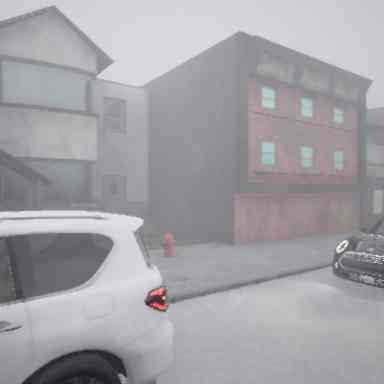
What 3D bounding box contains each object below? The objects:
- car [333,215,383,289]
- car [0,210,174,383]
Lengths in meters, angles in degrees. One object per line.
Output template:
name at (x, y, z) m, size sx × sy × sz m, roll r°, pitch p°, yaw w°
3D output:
car at (5.694, 1.342, 8.646) m, size 4.553 × 1.767 × 2.097 m, roll 0°, pitch 0°, yaw -35°
car at (-2.798, 1.220, 2.615) m, size 5.566 × 2.045 × 2.150 m, roll 0°, pitch 0°, yaw -35°
